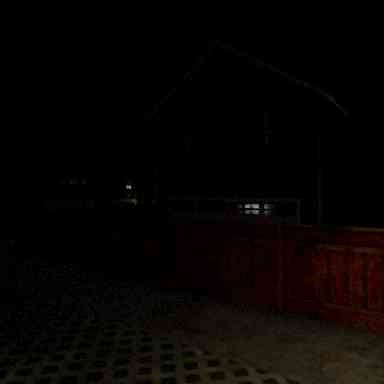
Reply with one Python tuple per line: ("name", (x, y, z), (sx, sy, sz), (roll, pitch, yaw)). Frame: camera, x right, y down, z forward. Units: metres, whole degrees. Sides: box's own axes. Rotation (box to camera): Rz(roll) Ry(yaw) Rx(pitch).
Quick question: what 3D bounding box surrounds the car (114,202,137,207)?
("car", (-6.589, 1.801, 34.670), (1.882, 1.535, 5.008), (0, -1, 15))
